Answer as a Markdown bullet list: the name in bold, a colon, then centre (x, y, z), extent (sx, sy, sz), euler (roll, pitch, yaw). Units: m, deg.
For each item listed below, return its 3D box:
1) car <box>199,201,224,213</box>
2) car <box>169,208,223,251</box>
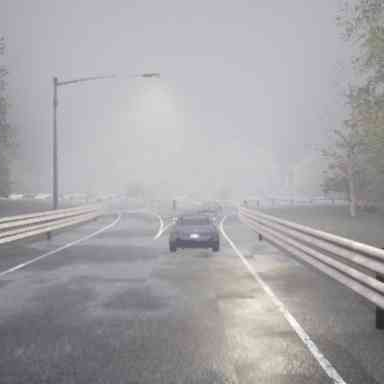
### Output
- **car**: centre (2.097, 1.693, 34.950), extent (2.033, 1.411, 5.357), euler (0, -1, 16)
- **car**: centre (0.108, 1.589, 14.256), extent (1.994, 1.385, 4.181), euler (0, 0, 0)
